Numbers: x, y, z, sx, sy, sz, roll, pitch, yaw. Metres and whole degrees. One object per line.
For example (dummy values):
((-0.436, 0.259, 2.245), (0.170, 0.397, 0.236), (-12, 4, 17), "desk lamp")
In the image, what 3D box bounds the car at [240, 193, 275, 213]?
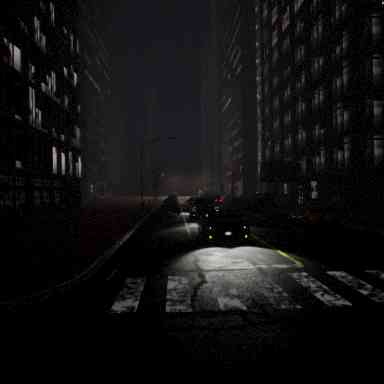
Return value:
((6.332, 0.974, 31.389), (2.192, 1.841, 5.009), (0, 1, -3), "car")

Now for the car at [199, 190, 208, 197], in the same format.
((3.192, 0.431, 93.363), (2.192, 1.841, 5.009), (0, 1, -3), "car")

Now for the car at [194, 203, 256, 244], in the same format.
((1.348, 1.454, 15.243), (1.994, 1.385, 4.181), (-1, 1, -3), "car")

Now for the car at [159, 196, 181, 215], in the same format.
((-2.032, 1.367, 30.926), (1.947, 1.339, 4.313), (0, 1, -3), "car")

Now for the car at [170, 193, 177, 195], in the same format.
((-2.889, 1.238, 47.832), (1.802, 1.307, 4.206), (0, 1, -3), "car")

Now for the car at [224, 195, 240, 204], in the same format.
((5.764, 1.108, 42.659), (1.887, 1.381, 4.507), (0, 1, -3), "car")

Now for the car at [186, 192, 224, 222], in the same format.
((0.862, 1.163, 24.792), (2.097, 1.767, 4.553), (-1, 1, -3), "car")

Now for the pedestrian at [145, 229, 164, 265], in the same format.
((-1.145, 1.653, 9.963), (0.500, 1.100, 0.500), (0, 0, -3), "pedestrian")

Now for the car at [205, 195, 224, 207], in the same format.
((3.016, 1.129, 45.519), (2.033, 1.411, 5.357), (-1, 1, -3), "car")

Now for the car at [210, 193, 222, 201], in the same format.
((4.621, 0.911, 65.195), (1.887, 1.381, 4.507), (0, 1, -3), "car")

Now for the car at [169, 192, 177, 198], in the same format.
((-4.889, 0.749, 87.279), (1.967, 1.590, 4.097), (0, 1, -3), "car")

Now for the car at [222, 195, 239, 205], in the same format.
((5.478, 1.096, 48.293), (1.802, 1.307, 4.206), (0, 1, -3), "car")

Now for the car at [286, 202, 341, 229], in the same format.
((6.901, 1.286, 19.456), (1.752, 1.417, 4.829), (0, 1, -3), "car")
